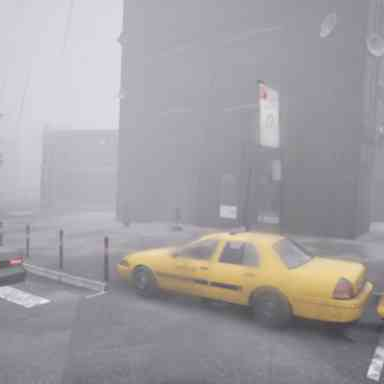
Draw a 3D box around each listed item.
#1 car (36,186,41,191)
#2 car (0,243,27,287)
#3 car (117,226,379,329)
[{"bbox_3d":[-33.703,-0.978,76.476,4.553,1.767,2.185,3,2,24],"label":"car"},{"bbox_3d":[-6.219,1.629,8.437,5.357,1.411,2.033,-1,-1,38],"label":"car"},{"bbox_3d":[0.713,1.506,7.017,5.366,1.575,1.946,-1,0,36],"label":"car"}]
